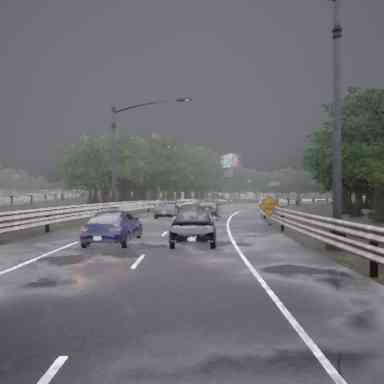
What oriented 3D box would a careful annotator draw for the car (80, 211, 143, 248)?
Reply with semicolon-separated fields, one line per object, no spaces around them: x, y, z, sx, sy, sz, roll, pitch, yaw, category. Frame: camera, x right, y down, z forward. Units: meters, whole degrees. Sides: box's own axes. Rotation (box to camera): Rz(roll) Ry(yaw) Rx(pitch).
-3.410;1.539;14.582;1.812;1.442;4.674;0;0;2;car

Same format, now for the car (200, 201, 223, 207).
1.486;1.564;28.752;1.837;1.490;4.892;0;0;9;car

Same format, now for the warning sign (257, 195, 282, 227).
4.611;1.125;19.833;1.300;1.860;1.060;0;-1;5;warning sign

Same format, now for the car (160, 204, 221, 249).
0.088;1.499;14.449;2.128;1.511;4.902;0;0;2;car

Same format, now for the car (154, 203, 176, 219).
-1.971;1.626;29.298;1.994;1.385;4.181;0;0;9;car
